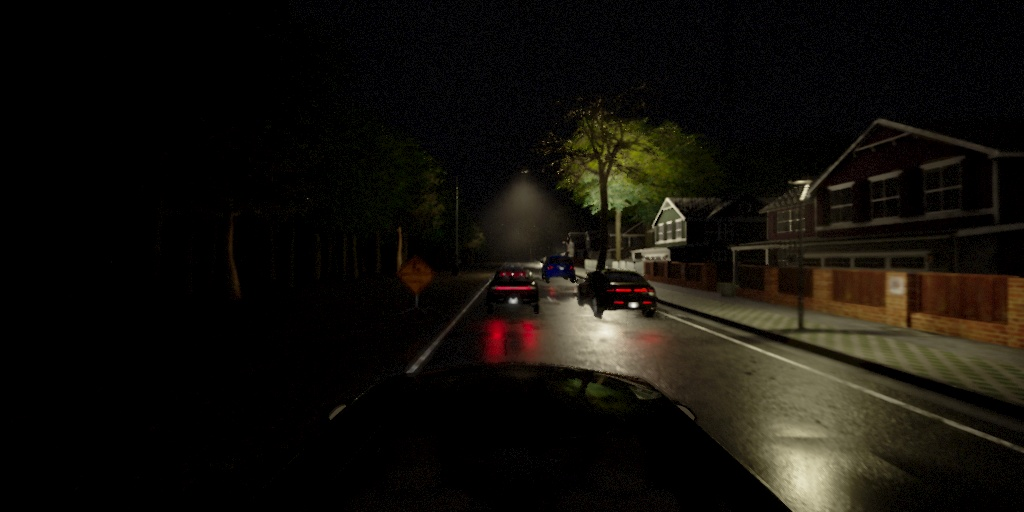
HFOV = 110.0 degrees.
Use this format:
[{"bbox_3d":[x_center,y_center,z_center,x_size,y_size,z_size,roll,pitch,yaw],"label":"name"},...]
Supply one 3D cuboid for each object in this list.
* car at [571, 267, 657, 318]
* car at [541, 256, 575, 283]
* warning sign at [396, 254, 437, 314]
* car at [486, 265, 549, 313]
[{"bbox_3d":[3.566,1.250,12.938,1.837,1.490,4.892,0,-1,0],"label":"car"},{"bbox_3d":[3.568,0.975,28.223,2.150,2.045,5.566,0,0,0],"label":"car"},{"bbox_3d":[-3.048,0.866,11.508,1.300,1.860,1.060,0,0,0],"label":"warning sign"},{"bbox_3d":[0.068,1.242,13.885,2.128,1.511,4.902,0,0,0],"label":"car"}]
